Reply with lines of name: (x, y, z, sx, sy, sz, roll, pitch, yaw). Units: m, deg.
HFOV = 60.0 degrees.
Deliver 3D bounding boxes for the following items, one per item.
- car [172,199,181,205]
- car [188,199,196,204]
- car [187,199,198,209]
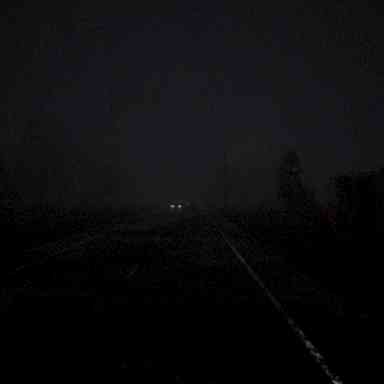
car: (-3.497, 2.264, 74.794, 1.812, 1.442, 4.674, 0, -1, 0)
car: (0.003, 2.488, 89.008, 1.895, 1.301, 4.718, 0, -1, 0)
car: (0.102, 2.100, 57.094, 2.033, 1.411, 5.357, 0, -1, 0)
